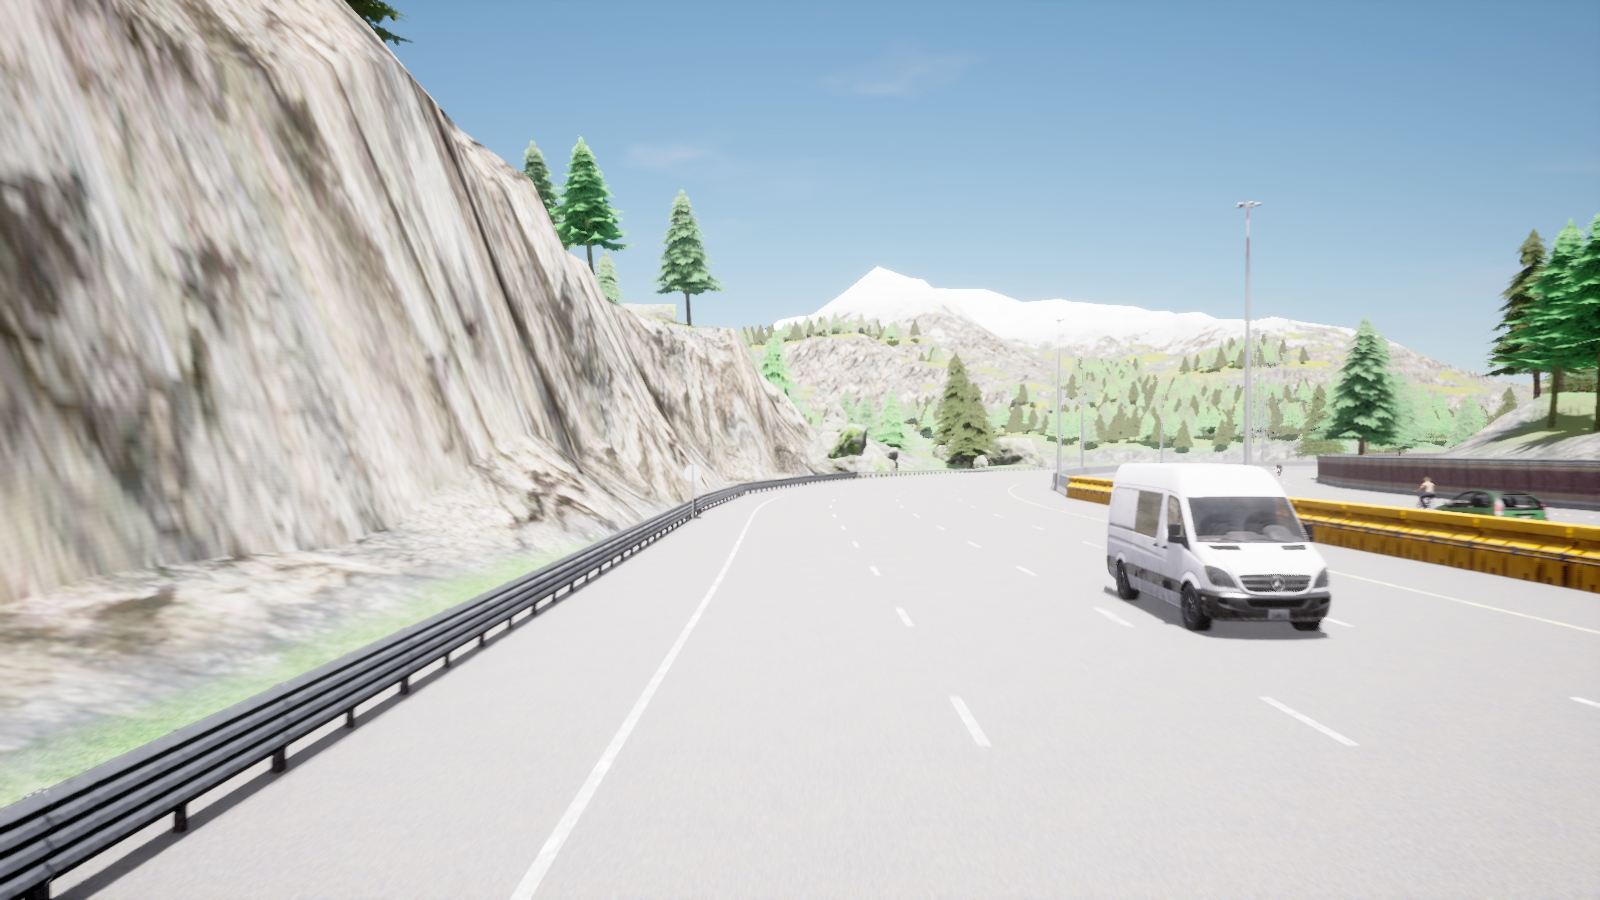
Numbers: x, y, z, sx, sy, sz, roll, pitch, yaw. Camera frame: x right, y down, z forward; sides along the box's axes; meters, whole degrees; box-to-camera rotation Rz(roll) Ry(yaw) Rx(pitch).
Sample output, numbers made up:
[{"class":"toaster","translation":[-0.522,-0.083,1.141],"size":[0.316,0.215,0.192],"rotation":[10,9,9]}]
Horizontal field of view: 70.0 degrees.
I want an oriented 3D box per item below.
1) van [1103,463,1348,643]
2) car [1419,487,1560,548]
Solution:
[{"class":"van","translation":[6.999,1.533,19.627],"size":[1.988,2.561,5.915],"rotation":[0,0,0]},{"class":"car","translation":[20.883,1.996,34.811],"size":[1.851,1.617,3.988],"rotation":[0,0,-1]}]
